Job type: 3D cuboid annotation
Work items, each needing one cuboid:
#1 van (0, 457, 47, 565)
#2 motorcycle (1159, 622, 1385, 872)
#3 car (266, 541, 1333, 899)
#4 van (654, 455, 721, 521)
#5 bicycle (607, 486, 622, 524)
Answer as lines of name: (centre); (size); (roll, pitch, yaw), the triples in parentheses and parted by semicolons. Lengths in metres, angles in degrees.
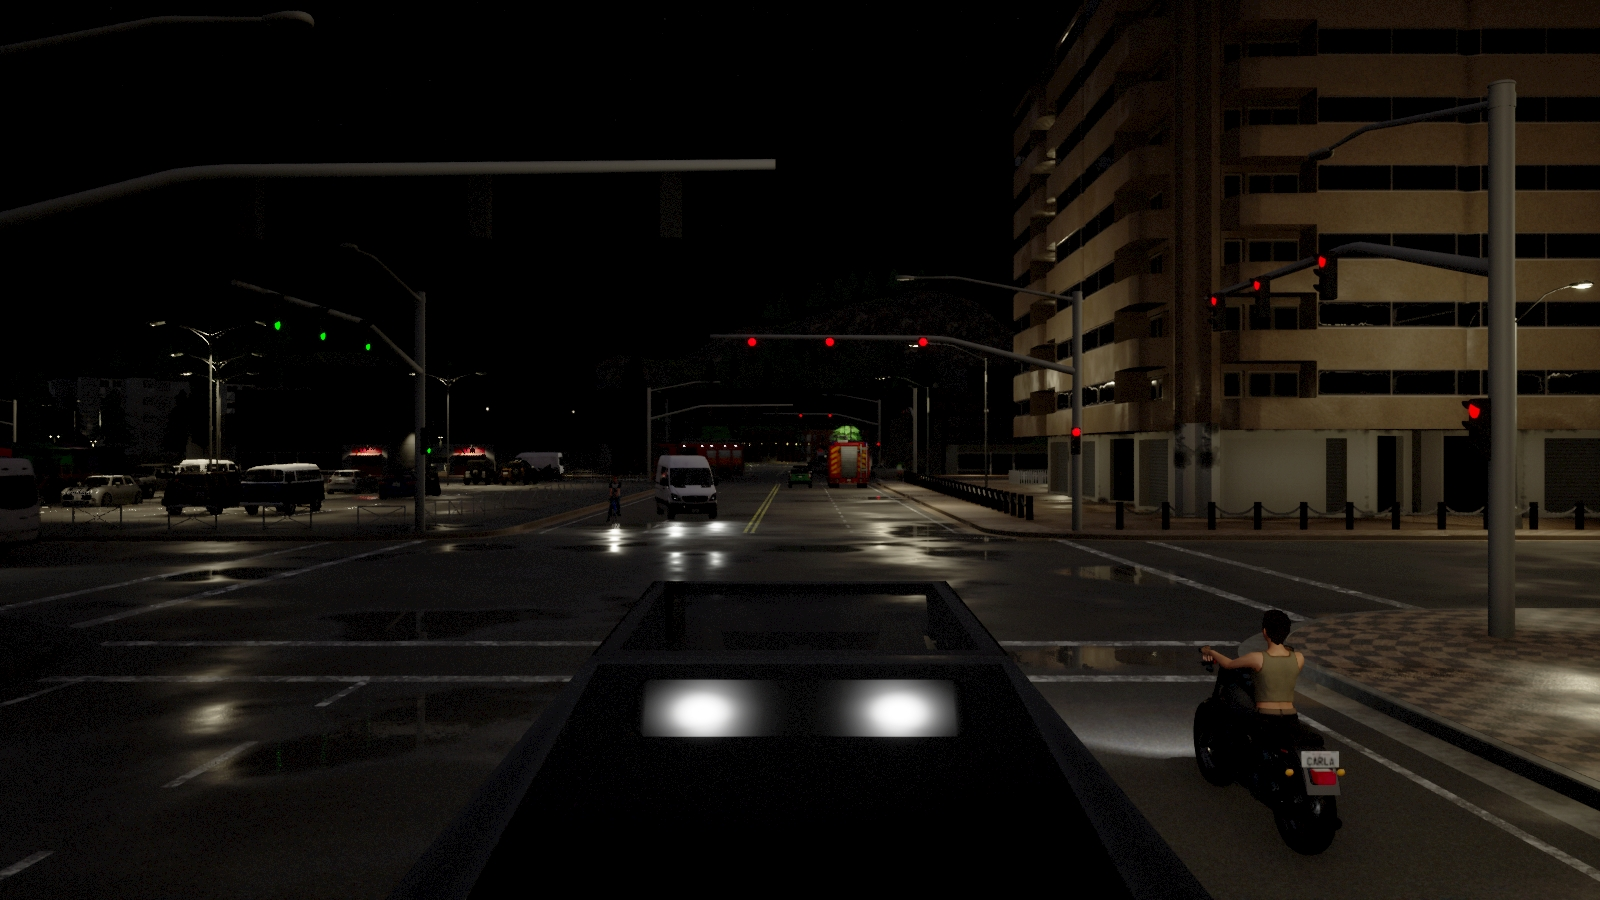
van: (-22.078, 1.468, 27.992); (5.915, 2.561, 1.988); (0, 0, 0)
motorcycle: (3.502, 2.151, 8.762); (0.764, 1.307, 2.356); (0, 0, 0)
car: (0.000, 1.751, 5.696); (2.390, 2.098, 6.274); (0, 0, 0)
van: (-4.814, 1.517, 48.008); (1.988, 2.561, 5.915); (0, 0, -14)
bicycle: (-7.113, 2.096, 43.847); (0.373, 1.385, 1.643); (0, 0, -1)
